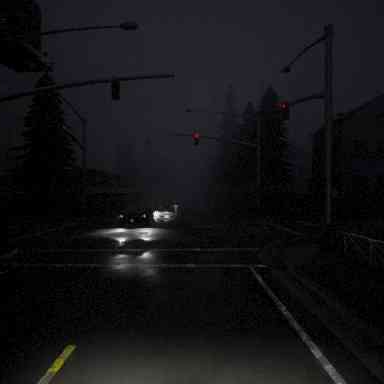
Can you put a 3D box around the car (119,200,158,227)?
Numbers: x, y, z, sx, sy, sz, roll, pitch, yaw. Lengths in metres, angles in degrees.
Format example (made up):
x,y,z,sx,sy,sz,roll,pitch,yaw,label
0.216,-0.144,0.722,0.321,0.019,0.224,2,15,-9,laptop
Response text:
x,y,z,sx,sy,sz,roll,pitch,yaw,label
-3.622,1.459,22.374,1.812,1.442,4.674,-1,0,0,car

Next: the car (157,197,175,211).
x,y,z,sx,sy,sz,roll,pitch,yaw,label
-3.604,1.491,41.043,2.128,1.511,4.902,0,0,0,car

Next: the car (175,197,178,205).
x,y,z,sx,sy,sz,roll,pitch,yaw,label
-3.512,1.553,59.429,1.812,1.442,4.674,0,0,0,car
